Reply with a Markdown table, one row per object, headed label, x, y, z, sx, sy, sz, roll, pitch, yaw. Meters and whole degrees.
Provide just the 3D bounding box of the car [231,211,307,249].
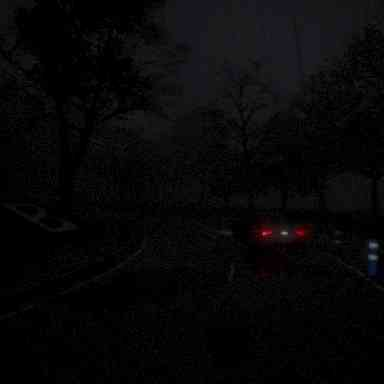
| label | x | y | z | sx | sy | sz | roll | pitch | yaw |
| --- | --- | --- | --- | --- | --- | --- | --- | --- | --- |
| car | 3.070 | 1.505 | 14.352 | 2.033 | 1.411 | 5.357 | 1 | 0 | -5 |
